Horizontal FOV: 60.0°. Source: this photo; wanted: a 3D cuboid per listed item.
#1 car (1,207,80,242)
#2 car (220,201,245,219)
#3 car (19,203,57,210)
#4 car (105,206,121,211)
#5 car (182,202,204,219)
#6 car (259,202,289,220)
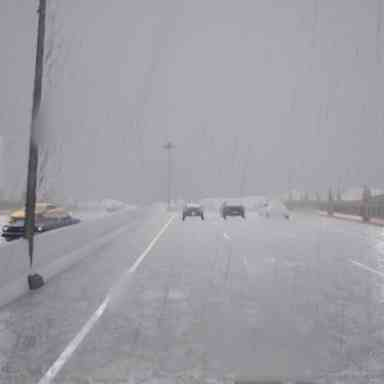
[{"bbox_3d":[-7.099,1.635,16.125,1.895,1.301,4.718,0,0,0],"label":"car"},{"bbox_3d":[3.601,1.541,30.323,1.882,1.535,5.008,0,0,0],"label":"car"},{"bbox_3d":[-10.596,1.526,23.007,1.882,1.535,5.008,0,0,0],"label":"car"},{"bbox_3d":[-14.021,3.144,59.806,2.033,1.411,5.357,0,-6,1],"label":"car"},{"bbox_3d":[0.101,1.587,29.395,1.812,1.442,4.674,0,0,0],"label":"car"},{"bbox_3d":[7.101,1.587,29.074,1.812,1.442,4.674,0,0,0],"label":"car"}]
